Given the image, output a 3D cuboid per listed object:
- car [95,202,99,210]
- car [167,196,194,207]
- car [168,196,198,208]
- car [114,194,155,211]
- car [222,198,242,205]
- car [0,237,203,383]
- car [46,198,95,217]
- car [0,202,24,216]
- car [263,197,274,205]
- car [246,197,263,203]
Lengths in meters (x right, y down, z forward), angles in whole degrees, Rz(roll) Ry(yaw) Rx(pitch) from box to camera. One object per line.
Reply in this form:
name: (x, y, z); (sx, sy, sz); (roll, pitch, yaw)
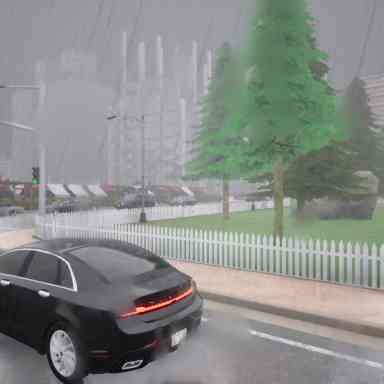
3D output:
car: (-12.835, 1.478, 37.538); (1.882, 1.535, 5.008); (0, 0, 34)
car: (-1.834, 1.505, 53.865); (1.837, 1.490, 4.892); (0, 0, 34)
car: (-1.101, 1.352, 48.703); (2.097, 1.767, 4.553); (0, 0, 34)
car: (-6.804, 1.221, 40.240); (2.150, 2.045, 5.566); (0, 0, 34)
car: (6.403, 1.526, 53.270); (1.812, 1.442, 4.674); (0, 0, 34)
car: (-2.121, 1.505, 5.440); (4.892, 1.490, 1.837); (0, 0, 36)
car: (-12.276, 1.491, 32.092); (2.128, 1.511, 4.902); (0, 0, 34)
car: (-17.970, 1.601, 30.006); (1.895, 1.301, 4.718); (0, 0, 36)
car: (14.987, 1.564, 59.794); (1.994, 1.385, 4.181); (0, 0, 34)
car: (11.889, 1.221, 61.459); (2.150, 2.045, 5.566); (0, 0, 34)
